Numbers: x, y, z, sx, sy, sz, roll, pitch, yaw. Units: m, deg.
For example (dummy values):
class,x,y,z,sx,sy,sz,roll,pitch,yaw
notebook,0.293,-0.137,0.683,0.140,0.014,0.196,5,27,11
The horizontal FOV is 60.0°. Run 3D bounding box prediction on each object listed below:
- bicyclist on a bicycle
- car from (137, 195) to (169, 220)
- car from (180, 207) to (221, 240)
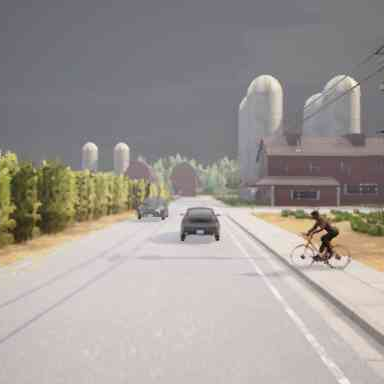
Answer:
class,x,y,z,sx,sy,sz,roll,pitch,yaw
bicyclist on a bicycle,3.536,1.333,9.154,1.656,1.620,0.582,1,0,1
car,-2.994,1.151,26.352,2.097,1.767,4.553,0,0,1
car,0.417,1.516,17.085,1.837,1.490,4.892,0,0,1
